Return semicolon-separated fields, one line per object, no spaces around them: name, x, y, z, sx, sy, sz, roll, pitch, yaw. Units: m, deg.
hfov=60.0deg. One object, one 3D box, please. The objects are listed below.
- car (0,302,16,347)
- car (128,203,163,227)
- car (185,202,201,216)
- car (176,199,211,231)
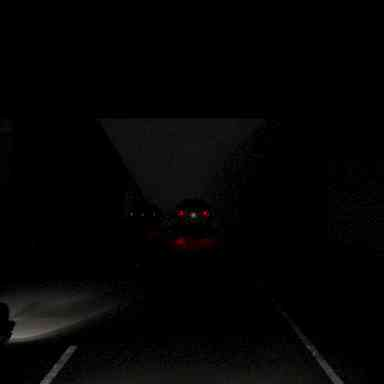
car;-3.396;1.572;2.193;2.033;1.411;5.357;0;-1;0
car;-3.404;1.624;25.147;2.097;1.767;4.553;0;-1;0
car;0.080;1.951;39.540;1.812;1.442;4.674;0;-1;0
car;0.095;1.463;22.380;2.150;2.045;5.566;0;-1;0
